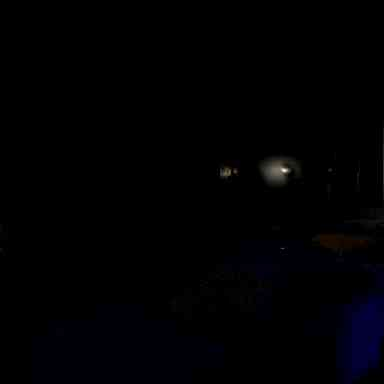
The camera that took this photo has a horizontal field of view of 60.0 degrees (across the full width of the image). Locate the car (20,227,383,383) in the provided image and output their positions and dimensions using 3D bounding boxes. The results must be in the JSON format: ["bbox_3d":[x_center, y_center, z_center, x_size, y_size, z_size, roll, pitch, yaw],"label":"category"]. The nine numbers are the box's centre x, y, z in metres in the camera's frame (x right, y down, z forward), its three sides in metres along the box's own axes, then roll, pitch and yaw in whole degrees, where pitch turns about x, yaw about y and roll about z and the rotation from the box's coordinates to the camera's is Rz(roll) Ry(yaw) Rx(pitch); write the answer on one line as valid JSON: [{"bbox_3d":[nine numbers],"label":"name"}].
[{"bbox_3d":[0.755,1.458,3.905,5.008,1.535,1.882,-1,1,-35],"label":"car"}]

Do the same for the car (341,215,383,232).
[{"bbox_3d":[5.441,1.449,10.536,4.829,1.417,1.752,-1,0,-36],"label":"car"}]

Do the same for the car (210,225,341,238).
[{"bbox_3d":[1.174,1.528,7.490,4.313,1.339,1.947,-1,0,-36],"label":"car"}]
